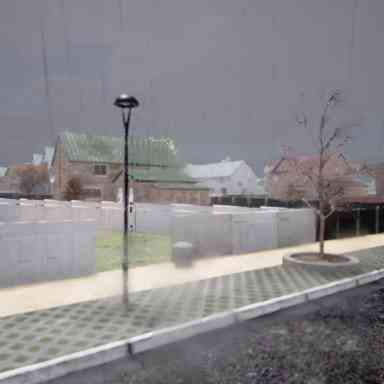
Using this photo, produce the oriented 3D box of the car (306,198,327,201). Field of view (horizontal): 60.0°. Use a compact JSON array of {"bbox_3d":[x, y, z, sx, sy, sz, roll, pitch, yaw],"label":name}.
[{"bbox_3d":[12.984,1.393,33.620,2.128,1.511,4.902,0,1,-34],"label":"car"}]
